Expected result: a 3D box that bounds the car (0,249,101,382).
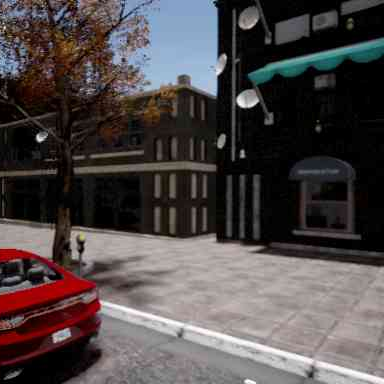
[{"bbox_3d":[-3.372,1.592,5.264,4.507,1.381,1.887,-1,1,36],"label":"car"}]
